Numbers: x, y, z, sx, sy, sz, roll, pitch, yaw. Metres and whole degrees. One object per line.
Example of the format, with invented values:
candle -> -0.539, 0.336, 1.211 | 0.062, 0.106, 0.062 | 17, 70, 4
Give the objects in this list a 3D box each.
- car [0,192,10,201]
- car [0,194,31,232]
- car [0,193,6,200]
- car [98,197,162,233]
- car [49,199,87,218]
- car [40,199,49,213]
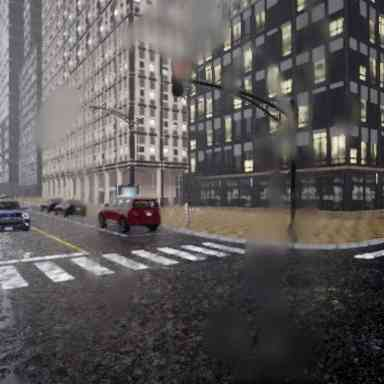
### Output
car -> -36.245, 0.882, 63.624 | 1.967, 1.590, 4.097 | 1, 0, -36
car -> -10.258, 1.202, 18.080 | 2.097, 1.767, 4.553 | 0, 0, -36
car -> -39.513, 0.942, 68.109 | 1.887, 1.381, 4.507 | 1, 0, -36
car -> -3.581, 1.184, 18.778 | 2.192, 1.841, 5.009 | 1, 0, -36
car -> -10.118, 1.352, 27.746 | 1.947, 1.339, 4.313 | 1, 0, -36
car -> -13.384, 1.311, 32.231 | 1.947, 1.339, 4.313 | 1, 0, -36
